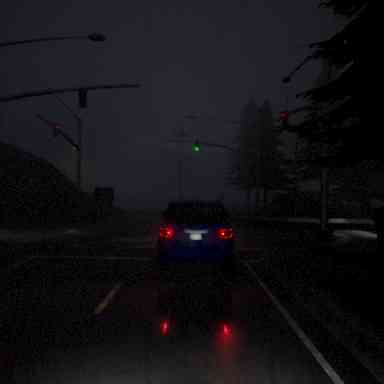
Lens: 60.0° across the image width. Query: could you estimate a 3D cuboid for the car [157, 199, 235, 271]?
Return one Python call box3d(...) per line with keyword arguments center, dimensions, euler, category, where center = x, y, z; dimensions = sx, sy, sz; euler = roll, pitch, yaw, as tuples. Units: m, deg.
box3d(center=(0.138, 1.248, 11.175), dimensions=(2.150, 2.045, 5.566), euler=(1, 0, 1), category="car")
